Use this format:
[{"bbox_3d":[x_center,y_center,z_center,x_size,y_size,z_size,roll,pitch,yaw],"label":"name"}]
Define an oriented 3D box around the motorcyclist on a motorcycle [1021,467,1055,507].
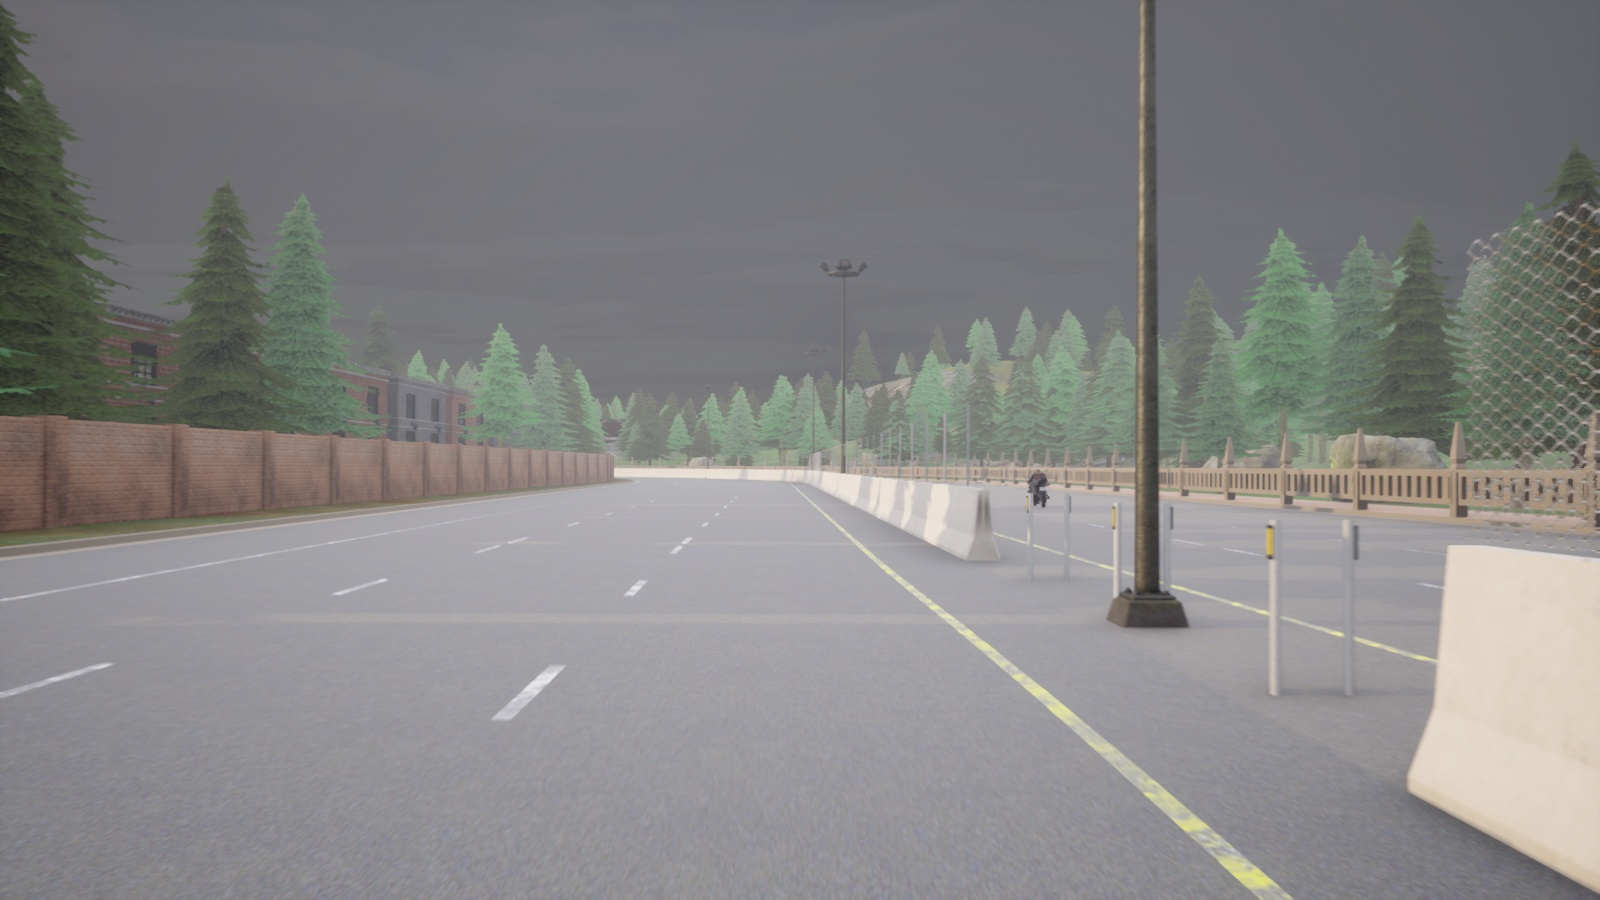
[{"bbox_3d":[9.373,1.453,49.436,0.866,1.530,2.191,0,-1,-1],"label":"motorcyclist on a motorcycle"}]
